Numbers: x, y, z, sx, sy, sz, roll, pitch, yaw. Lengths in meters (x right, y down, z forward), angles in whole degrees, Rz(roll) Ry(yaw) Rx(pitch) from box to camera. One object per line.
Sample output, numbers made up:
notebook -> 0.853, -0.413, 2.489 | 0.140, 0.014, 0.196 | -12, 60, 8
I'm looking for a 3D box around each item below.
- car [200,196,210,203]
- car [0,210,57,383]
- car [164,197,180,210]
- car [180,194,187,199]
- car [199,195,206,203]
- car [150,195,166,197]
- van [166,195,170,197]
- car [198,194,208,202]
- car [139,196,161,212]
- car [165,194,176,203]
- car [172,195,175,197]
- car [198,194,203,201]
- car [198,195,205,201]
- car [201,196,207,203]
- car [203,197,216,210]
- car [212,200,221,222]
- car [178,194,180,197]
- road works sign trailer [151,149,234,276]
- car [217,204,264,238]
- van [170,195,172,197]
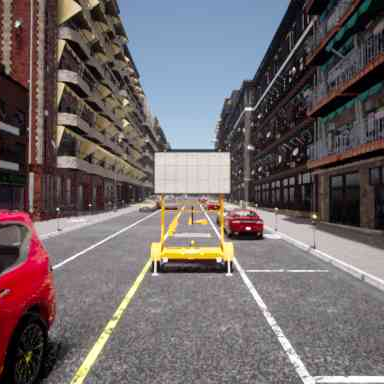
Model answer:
car -> 2.757, 1.622, 72.992 | 1.967, 1.590, 4.097 | 1, 0, 0
car -> -2.845, 1.222, 2.155 | 2.150, 2.045, 5.566 | 0, 0, 0
car -> -2.753, 1.676, 43.098 | 1.895, 1.301, 4.718 | 0, 0, 0
car -> -2.548, 1.303, 90.361 | 2.150, 2.045, 5.566 | 0, 0, 0
car -> 2.723, 1.681, 61.930 | 1.887, 1.381, 4.507 | 1, 0, 0
car -> -5.188, 1.396, 45.419 | 2.192, 1.841, 5.009 | 2, 0, 0
van -> -5.165, 1.456, 56.478 | 1.690, 1.788, 3.998 | 2, 0, 0
car -> 2.743, 1.547, 84.054 | 2.192, 1.841, 5.009 | 1, 0, 0
car -> -5.207, 1.592, 39.717 | 1.752, 1.417, 4.829 | 2, 0, 0
car -> -5.115, 1.521, 78.600 | 2.192, 1.841, 5.009 | 1, 0, 0
car -> -5.128, 1.497, 73.070 | 2.192, 1.841, 5.009 | 1, 0, 0
car -> 2.735, 1.703, 67.460 | 1.887, 1.381, 4.507 | 1, 0, 0
car -> 2.764, 1.729, 95.117 | 1.967, 1.590, 4.097 | 1, 0, 0
car -> 2.685, 1.632, 45.338 | 2.008, 1.369, 4.403 | 1, 0, 0
car -> 2.673, 1.611, 39.806 | 1.887, 1.381, 4.507 | 1, 0, 0
car -> 2.637, 1.553, 23.386 | 1.752, 1.417, 4.829 | 1, 0, 0
car -> -5.097, 1.826, 89.662 | 1.947, 1.339, 4.313 | 1, 0, 0
road works sign trailer -> 0.013, 0.473, 10.377 | 2.380, 3.560, 2.880 | 0, 0, 0
car -> 2.624, 1.563, 17.684 | 1.887, 1.381, 4.507 | 1, 0, 0
van -> -5.153, 1.477, 62.010 | 1.690, 1.788, 3.998 | 1, 0, 0
